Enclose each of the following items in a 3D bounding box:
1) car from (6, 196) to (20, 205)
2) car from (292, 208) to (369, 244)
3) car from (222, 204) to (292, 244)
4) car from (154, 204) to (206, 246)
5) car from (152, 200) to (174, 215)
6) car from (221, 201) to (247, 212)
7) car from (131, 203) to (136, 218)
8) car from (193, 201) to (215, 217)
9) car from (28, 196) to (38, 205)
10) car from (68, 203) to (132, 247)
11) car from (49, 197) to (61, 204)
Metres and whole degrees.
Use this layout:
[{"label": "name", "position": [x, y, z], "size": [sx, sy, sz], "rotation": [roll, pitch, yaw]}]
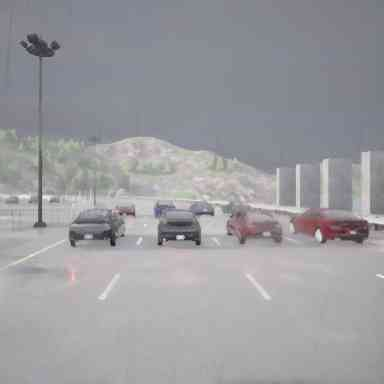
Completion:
[{"label": "car", "position": [-32.277, 1.504, 60.026], "size": [1.837, 1.490, 4.892], "rotation": [0, 1, -21]}, {"label": "car", "position": [6.320, 1.482, 15.945], "size": [1.882, 1.535, 5.008], "rotation": [0, 0, -5]}, {"label": "car", "position": [2.832, 1.530, 15.654], "size": [1.812, 1.442, 4.674], "rotation": [0, 0, -5]}, {"label": "car", "position": [-0.656, 1.514, 15.362], "size": [1.837, 1.490, 4.892], "rotation": [0, 0, -5]}, {"label": "car", "position": [-2.619, 1.482, 30.964], "size": [1.882, 1.535, 5.008], "rotation": [0, 0, -10]}, {"label": "car", "position": [4.284, 1.561, 32.127], "size": [2.033, 1.411, 5.357], "rotation": [0, 0, -10]}, {"label": "car", "position": [-6.076, 1.614, 30.413], "size": [1.895, 1.301, 4.718], "rotation": [0, 0, -10]}, {"label": "car", "position": [0.832, 1.570, 31.546], "size": [1.994, 1.385, 4.181], "rotation": [0, 0, -10]}, {"label": "car", "position": [-29.031, 1.505, 61.336], "size": [1.837, 1.490, 4.892], "rotation": [0, 1, -21]}, {"label": "car", "position": [-4.144, 1.492, 15.070], "size": [2.128, 1.511, 4.902], "rotation": [0, 0, -5]}, {"label": "car", "position": [-25.777, 1.564, 62.632], "size": [2.033, 1.411, 5.357], "rotation": [0, 0, -21]}]
